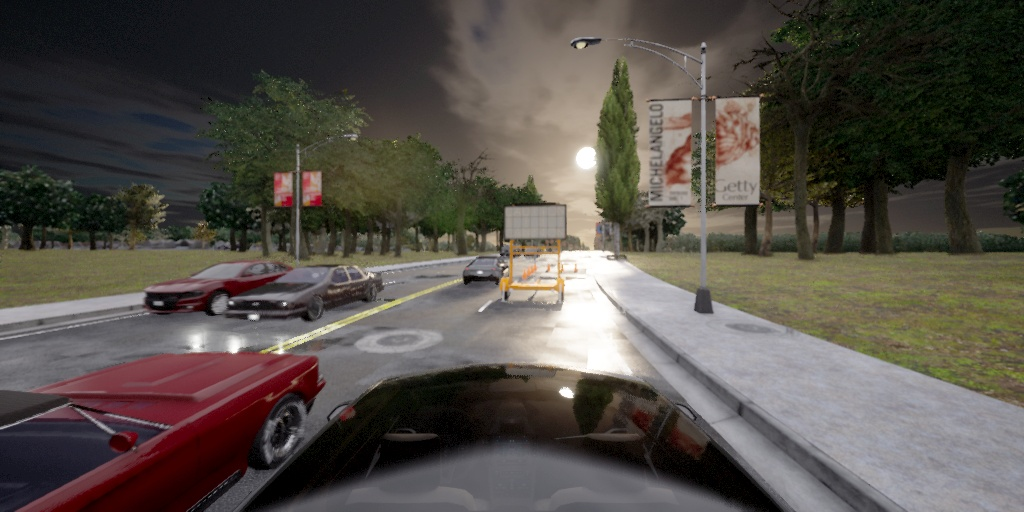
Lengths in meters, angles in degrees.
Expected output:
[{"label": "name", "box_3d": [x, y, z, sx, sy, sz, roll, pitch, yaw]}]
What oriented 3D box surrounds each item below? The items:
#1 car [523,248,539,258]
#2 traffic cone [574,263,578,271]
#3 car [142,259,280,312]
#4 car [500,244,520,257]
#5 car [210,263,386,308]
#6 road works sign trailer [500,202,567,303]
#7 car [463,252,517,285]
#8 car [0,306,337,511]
[{"label": "car", "box_3d": [2.941, -0.541, 53.778, 1.837, 1.490, 4.892, 0, 2, 13]}, {"label": "traffic cone", "box_3d": [4.704, 0.802, 26.385, 0.340, 0.580, 0.340, 0, 0, 10]}, {"label": "car", "box_3d": [-9.015, 0.887, 11.883, 1.882, 1.535, 5.008, 0, 2, 6]}, {"label": "car", "box_3d": [-0.245, -0.827, 54.415, 2.150, 2.045, 5.566, 0, 2, 14]}, {"label": "car", "box_3d": [-5.868, 0.974, 11.153, 2.033, 1.411, 5.357, 0, 2, 6]}, {"label": "road works sign trailer", "box_3d": [0.907, -0.222, 13.854, 2.380, 3.560, 2.880, 0, 0, 10]}, {"label": "car", "box_3d": [-1.206, 0.692, 19.322, 1.994, 1.385, 4.181, 0, 2, 10]}, {"label": "car", "box_3d": [-3.037, 1.346, 1.809, 1.895, 1.301, 4.718, 0, 2, 2]}]
